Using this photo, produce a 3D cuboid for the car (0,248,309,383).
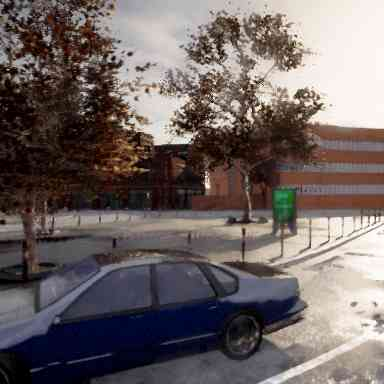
[{"bbox_3d":[-0.883,1.590,4.787,5.357,1.411,2.033,0,0,-24],"label":"car"}]
